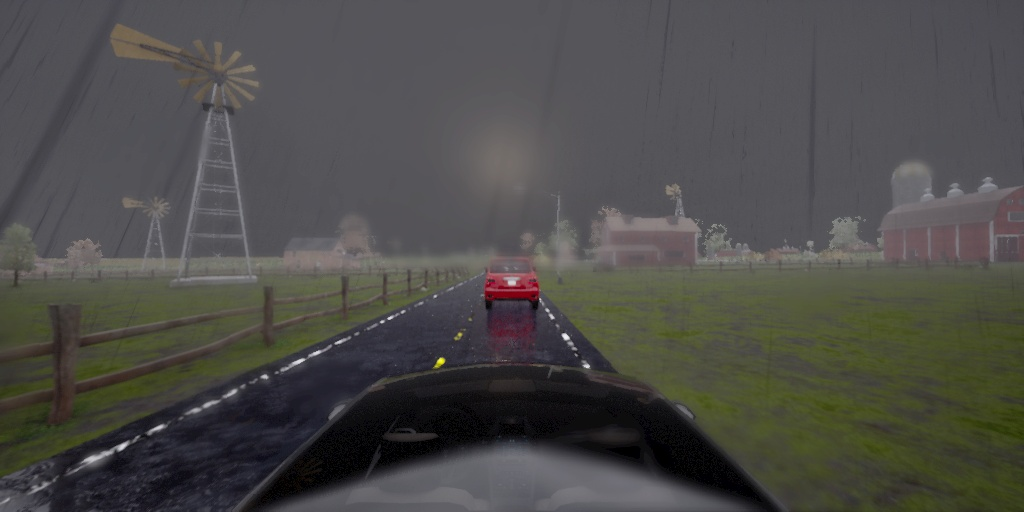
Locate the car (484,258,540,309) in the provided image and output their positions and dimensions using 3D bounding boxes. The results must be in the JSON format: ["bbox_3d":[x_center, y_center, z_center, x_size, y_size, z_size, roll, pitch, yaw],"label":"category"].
[{"bbox_3d":[0.002,1.106,15.888,2.150,2.045,5.566,0,0,0],"label":"car"}]
